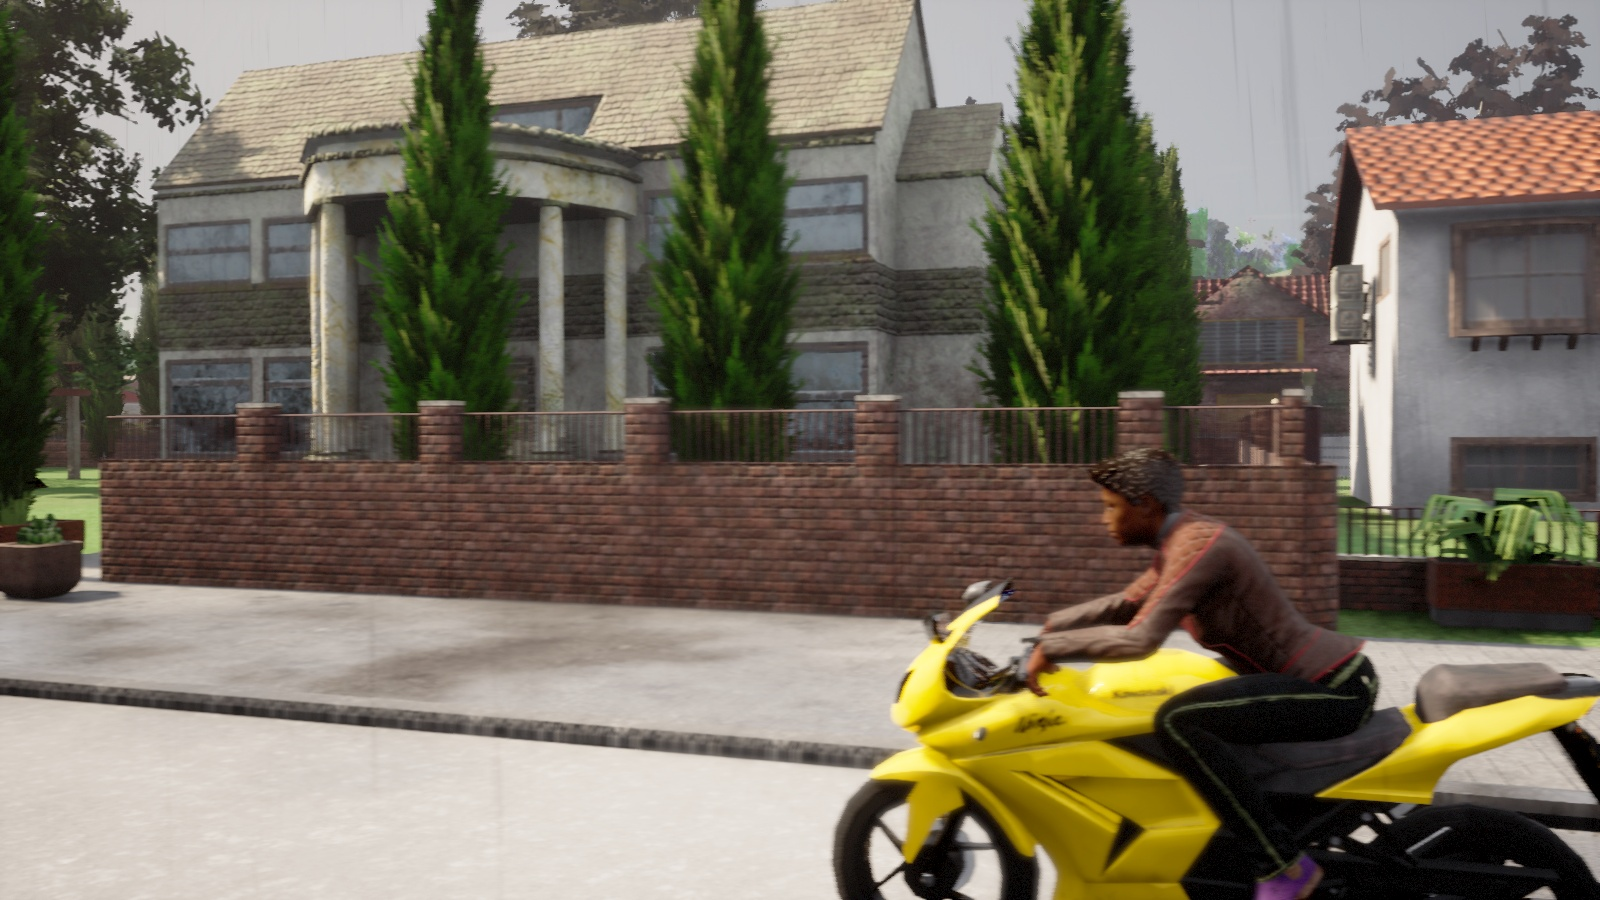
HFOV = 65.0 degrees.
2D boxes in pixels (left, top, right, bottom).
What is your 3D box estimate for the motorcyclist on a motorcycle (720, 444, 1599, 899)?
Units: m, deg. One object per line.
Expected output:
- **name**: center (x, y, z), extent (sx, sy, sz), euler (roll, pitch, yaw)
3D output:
- **motorcyclist on a motorcycle**: center (0.882, 0.757, 3.424), extent (2.044, 1.523, 0.797), euler (1, 1, 19)
